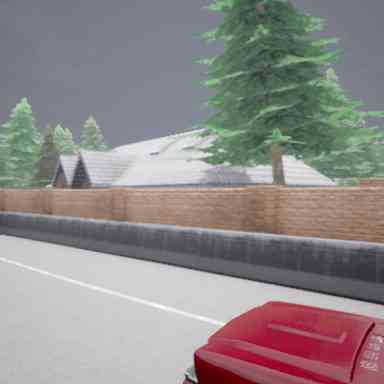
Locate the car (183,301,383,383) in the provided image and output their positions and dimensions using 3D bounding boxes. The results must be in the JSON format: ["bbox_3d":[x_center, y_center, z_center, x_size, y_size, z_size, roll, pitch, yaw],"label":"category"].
[{"bbox_3d":[2.265,1.610,2.426,4.718,1.301,1.895,0,0,36],"label":"car"}]
